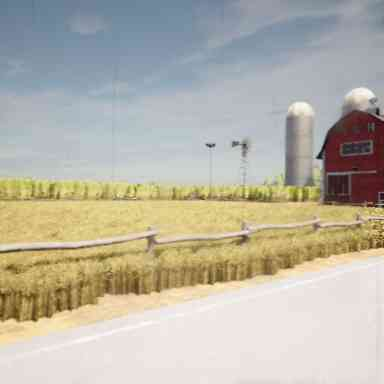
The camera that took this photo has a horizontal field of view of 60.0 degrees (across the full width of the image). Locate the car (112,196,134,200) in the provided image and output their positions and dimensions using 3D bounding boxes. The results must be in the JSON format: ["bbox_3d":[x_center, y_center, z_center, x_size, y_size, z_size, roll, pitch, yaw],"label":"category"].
[{"bbox_3d":[-11.857,1.329,56.157,4.181,1.385,1.994,1,0,-34],"label":"car"}]
